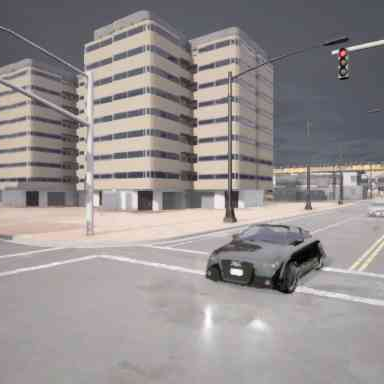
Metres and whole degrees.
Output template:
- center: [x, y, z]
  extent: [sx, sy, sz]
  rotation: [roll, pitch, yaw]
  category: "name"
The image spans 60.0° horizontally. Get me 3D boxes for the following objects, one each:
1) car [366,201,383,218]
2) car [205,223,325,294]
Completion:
- center: [16.989, 1.534, 29.931]
  extent: [1.812, 1.442, 4.674]
  rotation: [0, 0, 35]
  category: "car"
- center: [2.125, 1.569, 8.941]
  extent: [1.994, 1.385, 4.181]
  rotation: [0, 0, 35]
  category: "car"
